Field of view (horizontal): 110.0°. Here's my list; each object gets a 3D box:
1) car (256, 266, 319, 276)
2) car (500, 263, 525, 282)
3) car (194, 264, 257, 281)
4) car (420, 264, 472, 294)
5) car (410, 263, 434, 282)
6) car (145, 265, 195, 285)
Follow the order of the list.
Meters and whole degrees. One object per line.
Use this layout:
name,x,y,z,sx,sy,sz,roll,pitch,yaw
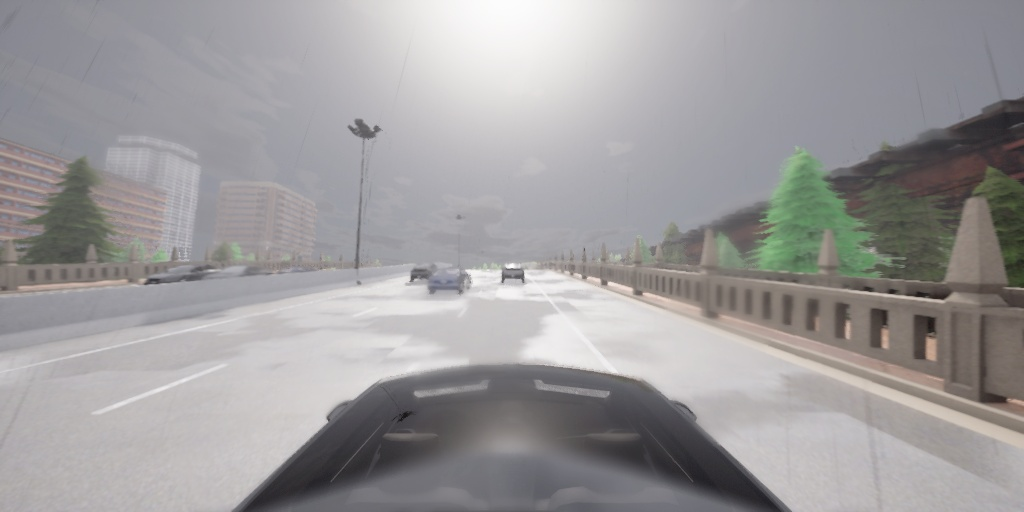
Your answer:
car,-14.112,1.364,23.460,1.994,1.385,4.181,0,0,0
car,0.076,1.312,29.405,2.128,1.511,4.902,0,0,0
car,-17.611,1.325,23.396,1.812,1.442,4.674,0,0,0
car,-3.424,1.339,20.420,2.033,1.411,5.357,0,0,0
car,-6.922,1.324,29.281,1.837,1.490,4.892,0,0,0
car,-21.111,1.304,23.540,1.837,1.490,4.892,0,0,0
